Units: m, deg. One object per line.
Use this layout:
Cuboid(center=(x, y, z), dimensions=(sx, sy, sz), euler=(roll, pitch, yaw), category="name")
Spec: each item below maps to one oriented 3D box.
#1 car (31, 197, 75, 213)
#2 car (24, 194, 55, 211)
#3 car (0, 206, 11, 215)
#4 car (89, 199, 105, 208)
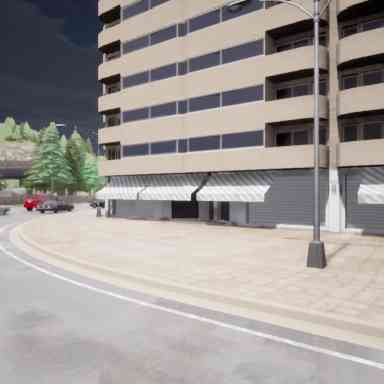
Cuboid(center=(-14.945, 1.547, 36.582), dimensions=(2.033, 1.411, 5.357), euler=(0, 0, 7), category="car")
Cuboid(center=(-17.870, 1.221, 40.487), dimensions=(2.150, 2.045, 5.566), euler=(0, 0, 14), category="car")
Cuboid(center=(-18.673, 1.601, 30.599), dimensions=(1.895, 1.301, 4.718), euler=(0, 0, -3), category="car")
Cuboid(center=(-12.064, 1.601, 46.621), dimensions=(1.895, 1.301, 4.718), euler=(0, 0, 27), category="car")
